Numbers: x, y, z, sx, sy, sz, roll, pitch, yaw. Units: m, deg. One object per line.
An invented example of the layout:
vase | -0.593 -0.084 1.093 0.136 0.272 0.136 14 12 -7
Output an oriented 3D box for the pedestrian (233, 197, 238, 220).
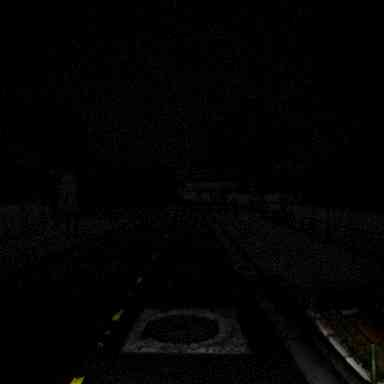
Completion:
pedestrian | 3.514 1.278 26.850 0.375 1.860 0.375 -3 3 0

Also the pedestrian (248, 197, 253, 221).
pedestrian | 4.514 1.271 25.650 0.375 1.860 0.375 -3 3 0

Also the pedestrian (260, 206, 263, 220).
pedestrian | 5.514 1.654 26.268 0.500 1.100 0.500 -3 3 0
